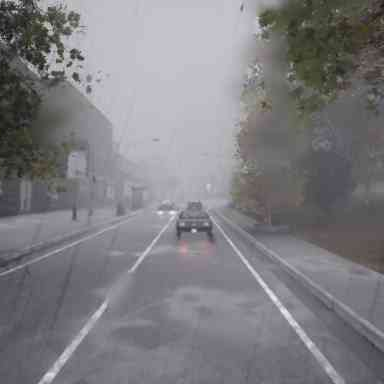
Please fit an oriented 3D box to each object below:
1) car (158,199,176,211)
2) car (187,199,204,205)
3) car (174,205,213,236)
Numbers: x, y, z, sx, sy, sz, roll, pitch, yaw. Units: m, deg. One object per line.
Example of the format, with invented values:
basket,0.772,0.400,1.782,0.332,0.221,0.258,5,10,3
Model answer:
car,-3.218,1.686,43.473,1.812,1.442,4.674,0,0,4
car,0.385,1.639,41.894,1.837,1.490,4.892,0,0,3
car,0.111,1.667,18.965,1.895,1.301,4.718,0,0,0
